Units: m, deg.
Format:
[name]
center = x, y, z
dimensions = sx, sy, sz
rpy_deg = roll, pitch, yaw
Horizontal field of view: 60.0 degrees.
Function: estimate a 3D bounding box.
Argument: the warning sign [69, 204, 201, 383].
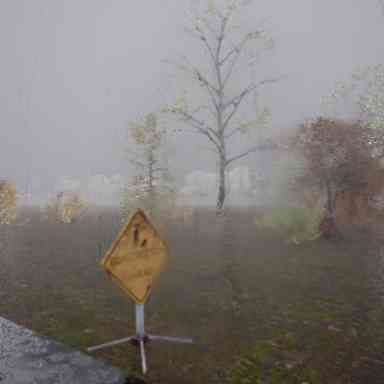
[warning sign]
center = -0.711, 1.127, 4.416
dimensions = 1.060, 1.860, 1.300
rpy_deg = -2, 0, 36
